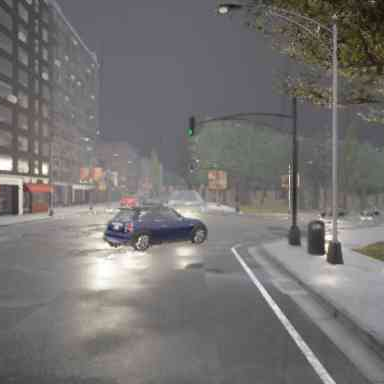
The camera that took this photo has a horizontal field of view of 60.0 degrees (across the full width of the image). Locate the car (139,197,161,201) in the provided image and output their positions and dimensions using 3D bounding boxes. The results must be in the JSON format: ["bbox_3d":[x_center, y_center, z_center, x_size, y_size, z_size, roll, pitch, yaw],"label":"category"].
[{"bbox_3d":[-6.515,1.896,51.934,1.895,1.301,4.718,0,-1,1],"label":"car"}]

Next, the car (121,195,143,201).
[{"bbox_3d":[-9.752,1.524,52.609,2.150,2.045,5.566,0,-1,1],"label":"car"}]

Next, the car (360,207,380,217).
[{"bbox_3d":[28.593,3.150,53.275,4.902,1.511,2.128,3,-2,-45],"label":"car"}]

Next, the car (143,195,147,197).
[{"bbox_3d":[-9.745,1.656,64.166,2.150,2.045,5.566,0,0,1],"label":"car"}]

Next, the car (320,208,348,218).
[{"bbox_3d":[18.434,2.748,43.146,4.718,1.301,1.895,3,-2,-45],"label":"car"}]

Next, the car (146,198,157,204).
[{"bbox_3d":[-9.739,2.177,79.787,2.033,1.411,5.357,0,-1,0],"label":"car"}]

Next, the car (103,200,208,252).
[{"bbox_3d":[-1.394,1.403,14.357,4.553,1.767,2.097,1,0,-44],"label":"car"}]

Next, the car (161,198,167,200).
[{"bbox_3d":[-6.510,1.907,62.353,2.128,1.511,4.902,0,0,1],"label":"car"}]
